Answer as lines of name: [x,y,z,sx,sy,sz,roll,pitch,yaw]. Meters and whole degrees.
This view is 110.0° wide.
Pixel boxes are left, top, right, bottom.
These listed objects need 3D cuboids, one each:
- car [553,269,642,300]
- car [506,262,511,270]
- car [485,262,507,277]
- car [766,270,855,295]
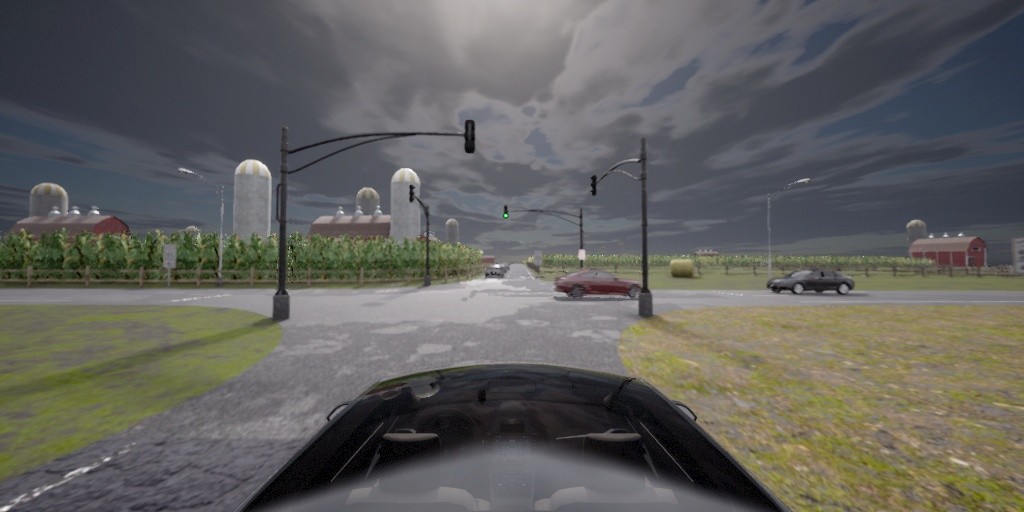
car: [4.422,1.415,18.271,4.674,1.442,1.812,1,-1,-3]
car: [-1.692,1.838,54.748,2.033,1.411,5.357,0,-1,1]
car: [-1.931,1.710,40.933,1.994,1.385,4.181,0,-1,2]
car: [18.665,1.615,22.551,4.892,1.490,1.837,0,-2,-3]
